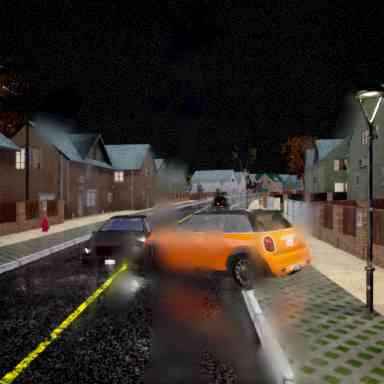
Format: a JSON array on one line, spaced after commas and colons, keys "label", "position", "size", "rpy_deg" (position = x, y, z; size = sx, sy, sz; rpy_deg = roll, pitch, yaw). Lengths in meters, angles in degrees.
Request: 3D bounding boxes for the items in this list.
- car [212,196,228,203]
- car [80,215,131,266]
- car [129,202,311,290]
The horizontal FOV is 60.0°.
[{"label": "car", "position": [3.704, 1.280, 44.145], "size": [1.812, 1.442, 4.674], "rpy_deg": [0, 1, 11]}, {"label": "car", "position": [-2.249, 1.529, 11.819], "size": [2.033, 1.411, 5.357], "rpy_deg": [0, 0, 0]}, {"label": "car", "position": [0.645, 1.268, 8.886], "size": [4.553, 1.767, 2.097], "rpy_deg": [-5, -3, 43]}]
